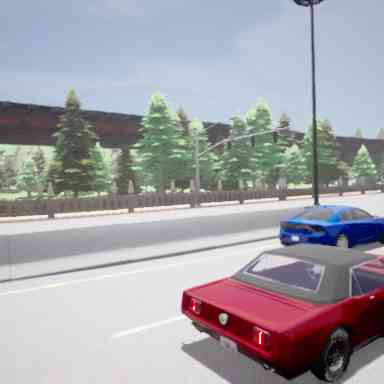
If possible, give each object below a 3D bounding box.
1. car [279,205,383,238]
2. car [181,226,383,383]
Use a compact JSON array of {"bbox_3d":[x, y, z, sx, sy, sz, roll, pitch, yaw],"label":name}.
[{"bbox_3d":[5.226,1.200,11.793,5.008,1.535,1.882,-3,2,-36],"label":"car"},{"bbox_3d":[2.252,1.537,5.365,4.718,1.301,1.895,-2,1,-36],"label":"car"}]
